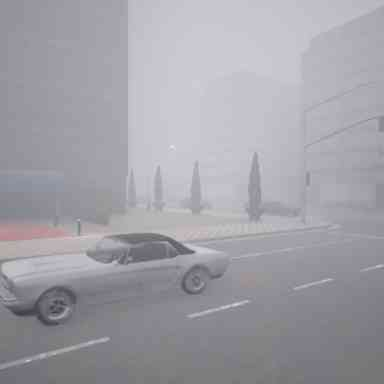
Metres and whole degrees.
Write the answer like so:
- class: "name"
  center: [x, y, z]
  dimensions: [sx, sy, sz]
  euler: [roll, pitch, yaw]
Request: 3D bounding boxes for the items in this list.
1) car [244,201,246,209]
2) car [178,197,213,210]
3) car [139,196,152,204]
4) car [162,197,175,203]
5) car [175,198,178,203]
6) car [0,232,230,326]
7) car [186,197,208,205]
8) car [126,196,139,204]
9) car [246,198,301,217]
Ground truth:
- class: "car"
  center: [8.173, 1.478, 38.419]
  dimensions: [1.882, 1.535, 5.008]
  euler: [0, 0, -35]
- class: "car"
  center: [0.656, 1.352, 43.072]
  dimensions: [2.097, 1.767, 4.553]
  euler: [0, 0, -35]
- class: "car"
  center: [-9.539, 1.523, 63.955]
  dimensions: [1.882, 1.535, 5.008]
  euler: [0, 0, -35]
- class: "car"
  center: [-4.763, 1.600, 69.567]
  dimensions: [1.895, 1.301, 4.718]
  euler: [0, 0, -34]
- class: "car"
  center: [0.065, 1.546, 50.034]
  dimensions: [2.033, 1.411, 5.357]
  euler: [0, 0, -35]
- class: "car"
  center: [-1.515, 1.601, 7.175]
  dimensions: [4.718, 1.301, 1.895]
  euler: [0, 0, -35]
- class: "car"
  center: [0.895, 1.564, 61.402]
  dimensions: [1.994, 1.385, 4.181]
  euler: [0, 0, -34]
- class: "car"
  center: [-12.074, 1.600, 61.464]
  dimensions: [1.895, 1.301, 4.718]
  euler: [0, 0, -35]
- class: "car"
  center: [8.156, 1.547, 32.292]
  dimensions: [2.033, 1.411, 5.357]
  euler: [0, 0, -34]
